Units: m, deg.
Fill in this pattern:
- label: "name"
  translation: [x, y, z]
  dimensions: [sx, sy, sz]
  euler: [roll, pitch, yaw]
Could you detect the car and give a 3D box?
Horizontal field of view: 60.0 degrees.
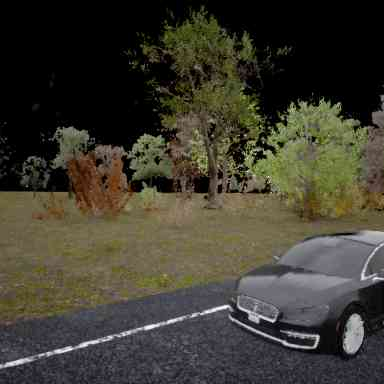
- label: "car"
  translation: [2.830, 1.507, 6.035]
  dimensions: [4.892, 1.490, 1.837]
  euler: [0, 0, -36]
